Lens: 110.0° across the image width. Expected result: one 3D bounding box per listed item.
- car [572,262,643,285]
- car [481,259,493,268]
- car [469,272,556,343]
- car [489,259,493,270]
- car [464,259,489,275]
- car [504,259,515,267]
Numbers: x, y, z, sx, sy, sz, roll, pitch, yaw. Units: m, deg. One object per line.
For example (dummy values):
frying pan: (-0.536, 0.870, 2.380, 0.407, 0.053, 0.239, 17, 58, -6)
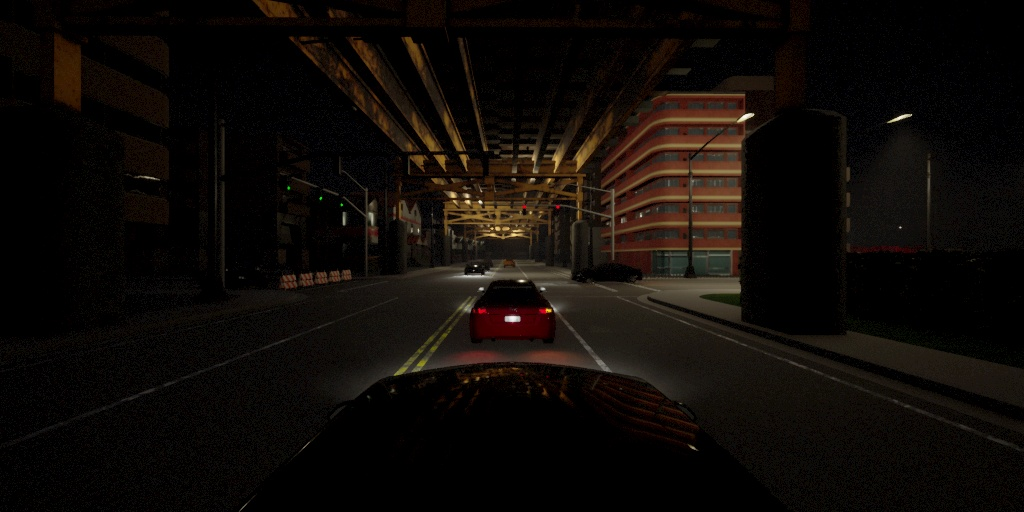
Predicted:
car: (6.827, 1.227, 25.850, 5.008, 1.535, 1.882, 0, 0, -5)
car: (-4.114, 1.258, 59.901, 1.812, 1.442, 4.674, 0, 0, 0)
car: (0.006, 1.314, 9.663, 1.994, 1.385, 4.181, 0, 0, 0)
car: (-4.028, 1.351, 48.781, 1.895, 1.301, 4.718, 0, 0, 0)
car: (-3.933, 1.314, 38.667, 1.994, 1.385, 4.181, 0, 0, 0)
car: (-0.480, 1.187, 65.065, 1.882, 1.535, 5.008, 0, 0, -1)
